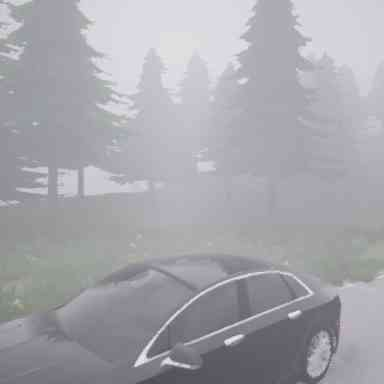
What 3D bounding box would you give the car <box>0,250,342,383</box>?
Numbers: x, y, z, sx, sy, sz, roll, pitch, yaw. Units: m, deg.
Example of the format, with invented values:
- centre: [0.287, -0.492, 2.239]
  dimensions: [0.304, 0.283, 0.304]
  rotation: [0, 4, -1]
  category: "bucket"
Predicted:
- centre: [-0.130, 1.535, 3.752]
  dimensions: [4.892, 1.490, 1.837]
  rotation: [1, 1, -39]
  category: "car"
